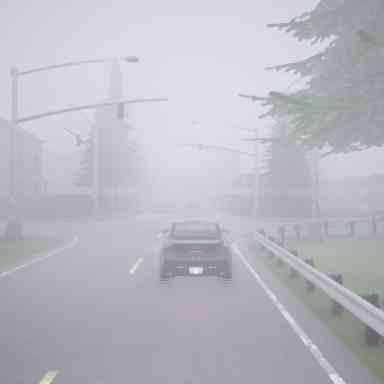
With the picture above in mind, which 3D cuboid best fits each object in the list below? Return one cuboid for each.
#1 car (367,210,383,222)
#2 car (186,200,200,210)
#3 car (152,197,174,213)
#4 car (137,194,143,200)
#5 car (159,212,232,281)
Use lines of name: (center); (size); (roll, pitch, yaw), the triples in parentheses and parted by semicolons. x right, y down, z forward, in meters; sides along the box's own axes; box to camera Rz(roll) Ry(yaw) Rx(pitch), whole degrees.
car: (15.314, 1.608, 24.047); (4.892, 1.490, 1.837); (0, 0, 0)
car: (0.157, 1.797, 47.639); (1.994, 1.385, 4.181); (0, 0, 0)
car: (-3.544, 1.696, 39.022); (1.837, 1.490, 4.892); (0, 0, 0)
car: (-16.663, 1.536, 94.083); (3.866, 1.878, 1.905); (0, 0, 0)
car: (0.097, 1.555, 10.022); (1.837, 1.490, 4.892); (0, 0, 0)
